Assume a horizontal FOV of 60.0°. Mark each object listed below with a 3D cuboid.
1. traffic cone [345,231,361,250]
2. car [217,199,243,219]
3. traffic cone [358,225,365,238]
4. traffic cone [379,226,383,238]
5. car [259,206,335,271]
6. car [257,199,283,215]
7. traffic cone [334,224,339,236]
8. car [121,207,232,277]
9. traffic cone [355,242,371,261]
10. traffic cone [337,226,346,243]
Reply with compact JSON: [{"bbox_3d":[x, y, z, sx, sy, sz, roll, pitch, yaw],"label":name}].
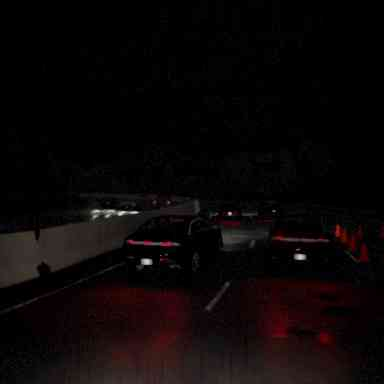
[{"bbox_3d":[6.187,1.927,12.794,0.340,0.580,0.340,0,0,16],"label":"traffic cone"},{"bbox_3d":[3.201,1.396,28.049,1.837,1.490,4.892,1,0,7],"label":"car"},{"bbox_3d":[8.267,1.921,16.354,0.340,0.580,0.340,0,0,16],"label":"traffic cone"},{"bbox_3d":[9.227,1.927,16.074,0.340,0.580,0.340,0,0,16],"label":"traffic cone"},{"bbox_3d":[3.452,1.459,10.936,2.128,1.511,4.902,0,0,16],"label":"car"},{"bbox_3d":[6.803,1.381,28.942,1.882,1.535,5.008,0,0,6],"label":"car"},{"bbox_3d":[7.307,1.916,16.634,0.340,0.580,0.340,0,0,16],"label":"traffic cone"},{"bbox_3d":[-0.364,1.444,10.250,2.128,1.511,4.902,0,0,17],"label":"car"},{"bbox_3d":[5.627,1.933,10.874,0.340,0.580,0.340,0,0,16],"label":"traffic cone"},{"bbox_3d":[6.747,1.922,14.714,0.340,0.580,0.340,0,0,16],"label":"traffic cone"}]
